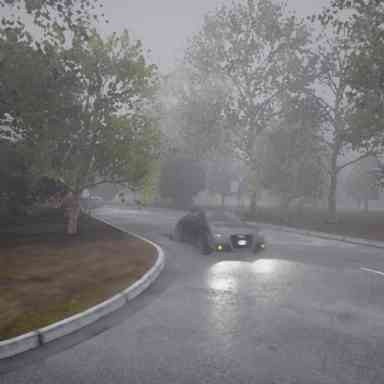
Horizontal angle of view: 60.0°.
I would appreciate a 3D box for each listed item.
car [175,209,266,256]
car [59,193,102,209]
[{"bbox_3d":[0.845,1.294,11.784,1.994,1.385,4.181,1,0,-20],"label":"car"},{"bbox_3d":[-10.748,0.828,31.513,4.902,1.511,2.128,1,-1,26],"label":"car"}]
